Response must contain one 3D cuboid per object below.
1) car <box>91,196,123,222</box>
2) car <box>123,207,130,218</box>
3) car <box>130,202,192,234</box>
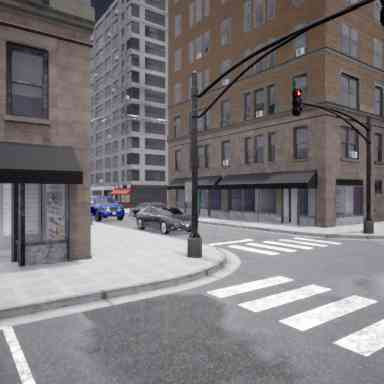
[{"bbox_3d":[-7.703,1.336,28.330,2.150,2.045,5.566,0,0,-36],"label":"car"},{"bbox_3d":[-3.521,1.590,27.519,2.128,1.511,4.902,0,0,-35],"label":"car"},{"bbox_3d":[-1.660,1.574,19.844,1.837,1.490,4.892,0,0,-35],"label":"car"}]
